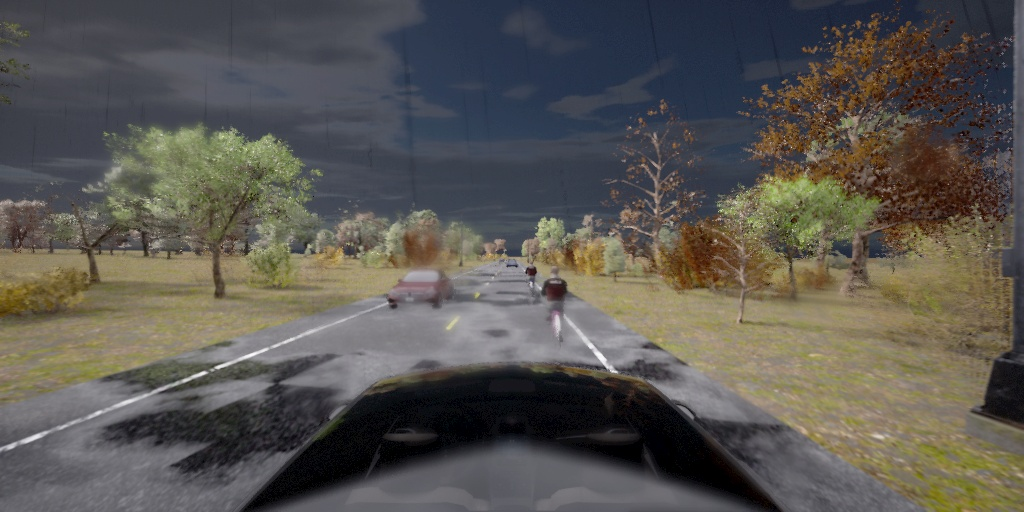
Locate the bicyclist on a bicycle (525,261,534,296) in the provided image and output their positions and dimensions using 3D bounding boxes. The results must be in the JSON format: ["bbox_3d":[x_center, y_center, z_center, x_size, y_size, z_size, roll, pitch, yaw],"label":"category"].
[{"bbox_3d":[0.959,1.120,17.894,0.659,1.776,1.843,0,0,0],"label":"bicyclist on a bicycle"}]

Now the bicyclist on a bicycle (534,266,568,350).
[{"bbox_3d":[0.960,1.119,8.153,0.659,1.776,1.843,0,0,0],"label":"bicyclist on a bicycle"}]

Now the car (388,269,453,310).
[{"bbox_3d":[-3.600,1.274,14.921,1.812,1.442,4.674,0,0,0],"label":"car"}]

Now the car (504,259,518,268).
[{"bbox_3d":[0.038,1.350,64.689,1.994,1.385,4.181,0,0,1],"label":"car"}]
